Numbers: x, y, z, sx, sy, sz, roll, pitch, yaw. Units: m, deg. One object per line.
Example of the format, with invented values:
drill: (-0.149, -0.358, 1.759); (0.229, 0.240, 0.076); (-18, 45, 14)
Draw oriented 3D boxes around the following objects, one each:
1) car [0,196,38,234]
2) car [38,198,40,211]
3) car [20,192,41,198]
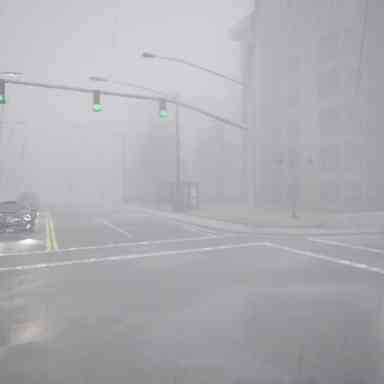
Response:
car: (-9.964, 1.308, 18.551); (2.097, 1.767, 4.553); (-1, 1, -24)
car: (-14.003, 1.469, 27.637); (1.994, 1.385, 4.181); (-1, 1, -24)
car: (-18.336, 1.071, 37.383); (2.150, 2.045, 5.566); (-1, 1, -24)
